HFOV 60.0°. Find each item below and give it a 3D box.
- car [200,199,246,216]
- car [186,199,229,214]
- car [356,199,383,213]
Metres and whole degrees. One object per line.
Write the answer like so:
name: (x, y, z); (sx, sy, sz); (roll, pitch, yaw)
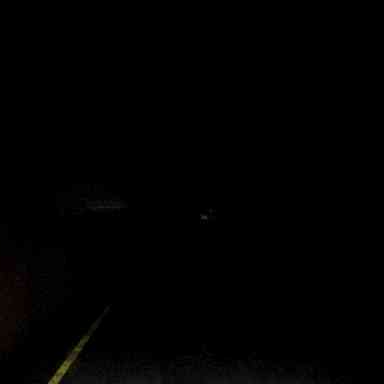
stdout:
car: (3.364, 1.497, 32.542); (2.128, 1.511, 4.902); (0, 0, 42)
car: (1.732, 1.511, 35.925); (1.837, 1.490, 4.892); (-1, 0, 45)
car: (20.105, 1.484, 36.287); (5.008, 1.535, 1.882); (0, 0, -27)
